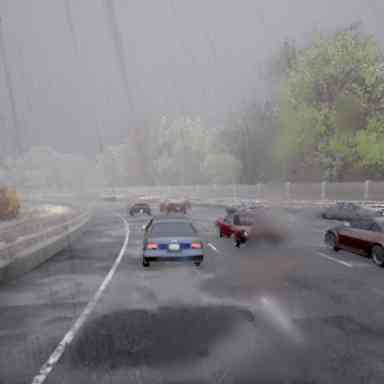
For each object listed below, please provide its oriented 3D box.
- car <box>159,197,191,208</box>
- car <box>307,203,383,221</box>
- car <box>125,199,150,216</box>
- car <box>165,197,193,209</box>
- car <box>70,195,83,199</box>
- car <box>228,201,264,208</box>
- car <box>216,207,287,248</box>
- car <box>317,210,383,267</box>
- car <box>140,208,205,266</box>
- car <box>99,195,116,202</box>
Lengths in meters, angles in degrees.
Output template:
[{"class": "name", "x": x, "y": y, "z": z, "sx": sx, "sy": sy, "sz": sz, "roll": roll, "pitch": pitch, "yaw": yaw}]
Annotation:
[{"class": "car", "x": -2.025, "y": 1.402, "z": 33.288, "sx": 1.882, "sy": 1.535, "sz": 5.008, "roll": 0, "pitch": 0, "yaw": -18}, {"class": "car", "x": 10.756, "y": 1.439, "z": 23.163, "sx": 2.033, "sy": 1.411, "sz": 5.357, "roll": 0, "pitch": 0, "yaw": -34}, {"class": "car", "x": -5.200, "y": 1.445, "z": 31.766, "sx": 1.837, "sy": 1.490, "sz": 4.892, "roll": 0, "pitch": 0, "yaw": -18}, {"class": "car", "x": -1.751, "y": 1.415, "z": 43.327, "sx": 1.812, "sy": 1.442, "sz": 4.674, "roll": 0, "pitch": 0, "yaw": -27}, {"class": "car", "x": -28.529, "y": 1.403, "z": 81.930, "sx": 1.837, "sy": 1.490, "sz": 4.892, "roll": 0, "pitch": 0, "yaw": -43}, {"class": "car", "x": 3.914, "y": 1.415, "z": 24.992, "sx": 2.128, "sy": 1.511, "sz": 4.902, "roll": 0, "pitch": 0, "yaw": -13}, {"class": "car", "x": 2.354, "y": 1.555, "z": 14.620, "sx": 1.895, "sy": 1.301, "sz": 4.718, "roll": 0, "pitch": 0, "yaw": -8}, {"class": "car", "x": 6.253, "y": 1.512, "z": 11.227, "sx": 1.994, "sy": 1.385, "sz": 4.181, "roll": 0, "pitch": 0, "yaw": -5}, {"class": "car", "x": -0.743, "y": 1.521, "z": 11.498, "sx": 2.033, "sy": 1.411, "sz": 5.357, "roll": 0, "pitch": 0, "yaw": -6}, {"class": "car", "x": -17.682, "y": 1.370, "z": 69.717, "sx": 1.882, "sy": 1.535, "sz": 5.008, "roll": 0, "pitch": 0, "yaw": -41}]
